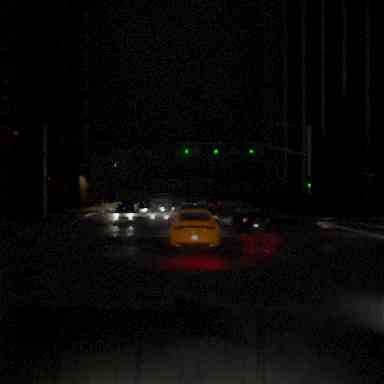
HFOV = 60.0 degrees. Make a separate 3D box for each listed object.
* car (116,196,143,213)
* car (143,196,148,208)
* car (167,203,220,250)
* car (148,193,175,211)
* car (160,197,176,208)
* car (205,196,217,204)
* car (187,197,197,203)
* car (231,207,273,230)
[{"bbox_3d":[-7.085,1.485,37.098,1.837,1.490,4.892,0,0,0],"label":"car"},{"bbox_3d":[-7.036,1.327,46.285,2.097,1.767,4.553,0,0,1],"label":"car"},{"bbox_3d":[0.101,1.470,14.331,1.882,1.535,5.008,0,0,0],"label":"car"},{"bbox_3d":[-3.570,1.200,40.052,2.150,2.045,5.566,0,0,0],"label":"car"},{"bbox_3d":[-3.507,1.537,49.411,1.994,1.385,4.181,0,0,0],"label":"car"},{"bbox_3d":[3.502,1.472,60.621,1.837,1.490,4.892,0,0,0],"label":"car"},{"bbox_3d":[0.002,1.531,61.161,1.994,1.385,4.181,0,0,0],"label":"car"},{"bbox_3d":[3.601,1.590,20.856,1.895,1.301,4.718,0,0,0],"label":"car"}]
